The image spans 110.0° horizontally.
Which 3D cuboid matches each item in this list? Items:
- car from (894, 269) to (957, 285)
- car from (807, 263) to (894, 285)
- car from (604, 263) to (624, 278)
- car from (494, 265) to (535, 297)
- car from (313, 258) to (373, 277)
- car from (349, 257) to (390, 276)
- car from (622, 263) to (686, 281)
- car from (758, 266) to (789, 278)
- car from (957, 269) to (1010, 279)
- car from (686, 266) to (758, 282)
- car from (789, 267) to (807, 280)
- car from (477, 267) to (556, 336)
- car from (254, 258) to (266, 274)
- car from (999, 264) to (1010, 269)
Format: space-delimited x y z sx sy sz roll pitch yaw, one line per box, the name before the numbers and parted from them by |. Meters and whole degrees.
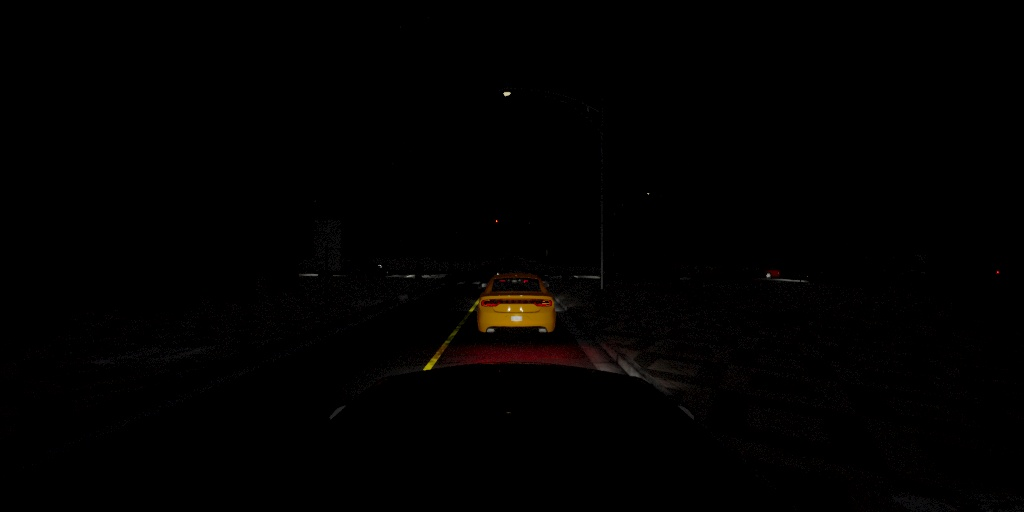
car | 34.720 1.864 30.917 4.507 1.381 1.888 0 0 0
car | 29.077 1.540 30.922 5.009 1.841 2.192 0 0 0
car | 11.907 1.456 36.794 4.892 1.490 1.837 1 0 0
car | 0.114 1.297 20.211 2.033 1.411 5.357 0 0 0
car | -14.760 1.116 30.863 4.403 1.370 2.007 0 0 0
car | -13.877 0.929 33.575 4.553 1.767 2.097 1 0 1
car | 12.147 1.524 30.936 4.313 1.339 1.948 0 0 0
car | 29.092 1.766 39.447 4.507 1.381 1.888 0 0 0
car | 40.371 1.995 30.912 4.207 1.307 1.802 0 0 0
car | 17.960 1.571 30.932 4.829 1.417 1.751 0 0 0
car | 31.890 1.773 36.768 4.892 1.490 1.837 1 0 0
car | 0.105 1.227 10.385 1.882 1.535 5.008 0 0 0
car | -23.875 0.930 33.629 4.902 1.511 2.128 1 0 0
car | 48.972 1.779 33.564 5.566 2.045 2.150 1 0 0
